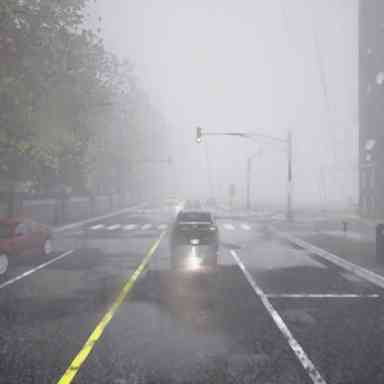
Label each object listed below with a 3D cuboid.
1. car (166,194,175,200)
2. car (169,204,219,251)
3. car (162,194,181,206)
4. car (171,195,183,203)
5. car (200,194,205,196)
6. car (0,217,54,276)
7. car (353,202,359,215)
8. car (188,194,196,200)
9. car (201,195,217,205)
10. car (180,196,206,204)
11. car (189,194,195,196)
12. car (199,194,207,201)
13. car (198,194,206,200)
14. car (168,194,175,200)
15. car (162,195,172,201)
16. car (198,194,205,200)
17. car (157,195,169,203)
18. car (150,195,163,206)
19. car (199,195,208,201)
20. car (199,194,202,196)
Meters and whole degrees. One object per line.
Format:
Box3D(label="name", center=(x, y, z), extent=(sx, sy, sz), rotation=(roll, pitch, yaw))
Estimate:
Box3D(label="car", center=(-5.700, 1.292, 87.574), extent=(1.967, 1.590, 4.097), rotation=(0, 0, 0))
Box3D(label="car", center=(0.099, 1.471, 13.993), extent=(1.837, 1.490, 4.892), rotation=(0, 0, 0))
Box3D(label="car", center=(-3.083, 1.372, 51.557), extent=(1.882, 1.535, 5.008), rotation=(0, 0, 0))
Box3D(label="car", center=(-3.015, 1.373, 67.332), extent=(2.128, 1.511, 4.902), rotation=(0, 0, 0))
Box3D(label="car", center=(2.684, 1.457, 53.782), extent=(1.947, 1.339, 4.313), rotation=(0, 0, 0))
Box3D(label="car", center=(-5.818, 1.519, 10.230), extent=(1.887, 1.381, 4.507), rotation=(0, 0, 0))
Box3D(label="car", center=(14.670, 1.215, 25.559), extent=(4.313, 1.339, 1.947), rotation=(-1, 1, 0))
Box3D(label="car", center=(-0.012, 1.268, 85.435), extent=(2.033, 1.411, 5.357), rotation=(0, 0, 0))
Box3D(label="car", center=(2.685, 1.466, 48.149), extent=(1.947, 1.339, 4.313), rotation=(0, 0, 0))
Box3D(label="car", center=(0.097, 1.471, 34.744), extent=(2.033, 1.411, 5.357), rotation=(0, 0, 0))
Box3D(label="car", center=(-0.010, 1.393, 75.019), extent=(2.033, 1.411, 5.357), rotation=(0, 0, 0))
Box3D(label="car", center=(2.681, 1.296, 81.944), extent=(1.967, 1.590, 4.097), rotation=(0, 0, 0))
Box3D(label="car", center=(2.680, 1.292, 87.576), extent=(1.967, 1.590, 4.097), rotation=(0, 0, 0))
Box3D(label="car", center=(-5.702, 1.392, 93.207), extent=(1.887, 1.381, 4.507), rotation=(0, 0, 0))
Box3D(label="car", center=(-5.698, 1.387, 76.141), extent=(1.752, 1.417, 4.829), rotation=(0, 0, 0))
Box3D(label="car", center=(2.678, 1.398, 93.208), extent=(2.008, 1.369, 4.403), rotation=(0, 0, 0))
Box3D(label="car", center=(-5.697, 1.315, 65.046), extent=(1.967, 1.590, 4.097), rotation=(0, 0, 0))
Box3D(label="car", center=(-5.696, 1.473, 53.781), extent=(1.802, 1.307, 4.206), rotation=(0, 0, 0))
Box3D(label="car", center=(2.682, 1.406, 76.312), extent=(1.887, 1.381, 4.507), rotation=(0, 0, 0))
Box3D(label="car", center=(2.684, 1.448, 59.415), extent=(1.947, 1.339, 4.313), rotation=(0, 0, 0))
